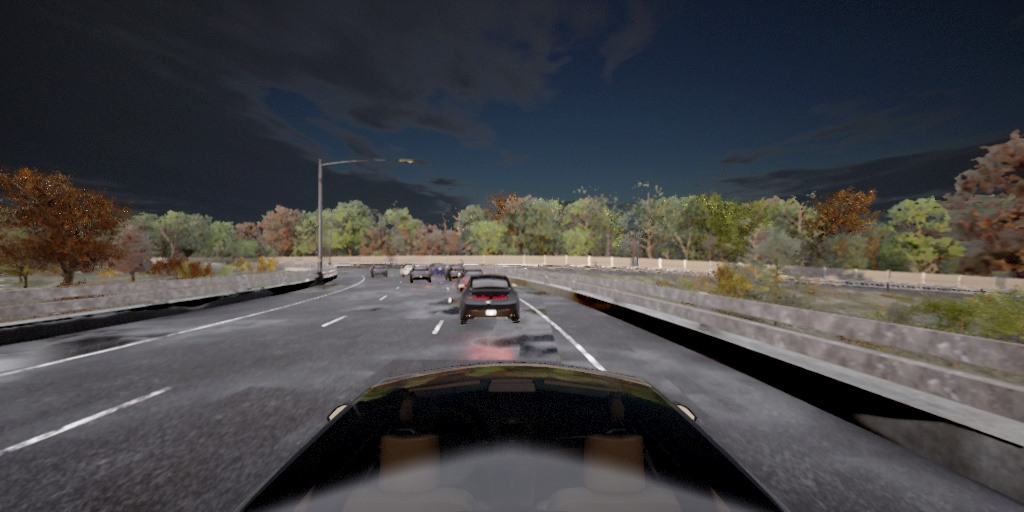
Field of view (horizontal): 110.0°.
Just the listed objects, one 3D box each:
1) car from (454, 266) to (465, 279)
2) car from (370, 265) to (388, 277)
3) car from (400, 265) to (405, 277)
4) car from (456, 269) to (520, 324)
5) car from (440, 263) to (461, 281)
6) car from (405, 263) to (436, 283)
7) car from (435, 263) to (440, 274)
[{"bbox_3d":[-2.587,1.587,23.718,1.994,1.385,4.181,0,-1,-11],"label":"car"},{"bbox_3d":[-16.398,1.796,44.183,2.128,1.511,4.902,0,-1,-24],"label":"car"},{"bbox_3d":[-12.882,1.831,44.902,1.812,1.442,4.674,0,-1,-23],"label":"car"},{"bbox_3d":[-0.840,1.392,12.692,1.837,1.490,4.892,0,0,-6],"label":"car"},{"bbox_3d":[-5.596,1.666,35.560,2.128,1.511,4.902,0,-1,-17],"label":"car"},{"bbox_3d":[-8.645,1.646,33.602,2.128,1.511,4.902,0,-1,-17],"label":"car"},{"bbox_3d":[-9.727,1.667,46.347,2.097,1.767,4.553,0,-1,-23],"label":"car"}]
